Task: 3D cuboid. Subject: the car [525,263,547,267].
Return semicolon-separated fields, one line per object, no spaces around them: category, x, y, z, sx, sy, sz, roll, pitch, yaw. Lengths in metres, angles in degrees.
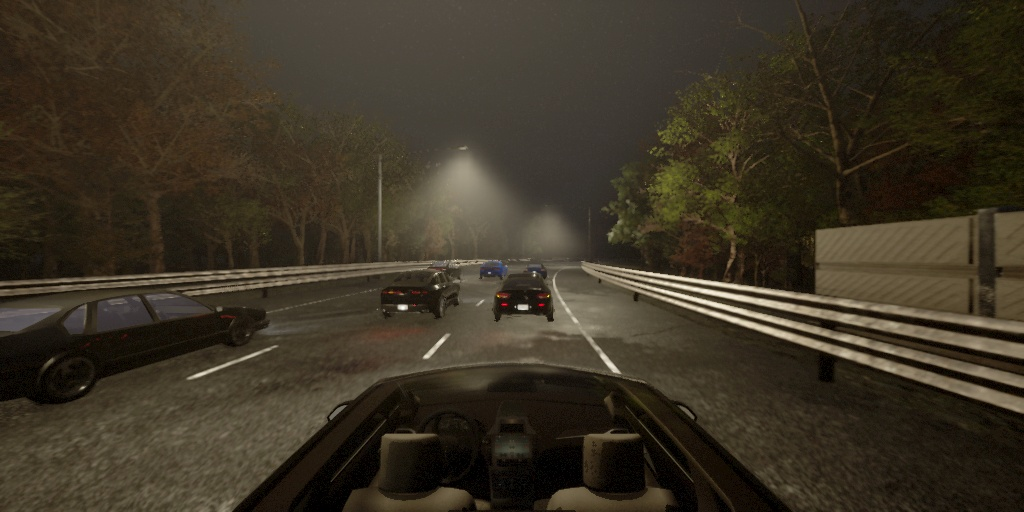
car;2.115;1.304;31.774;1.994;1.385;4.181;0;0;7

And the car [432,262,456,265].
car;-5.321;1.200;28.528;2.128;1.511;4.902;0;0;6

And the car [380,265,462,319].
car;-3.059;1.240;12.824;1.837;1.490;4.892;0;0;3

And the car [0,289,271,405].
car;-6.817;1.281;6.197;2.033;1.411;5.357;0;0;1

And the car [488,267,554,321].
car;0.405;1.271;12.335;1.812;1.442;4.674;0;0;2

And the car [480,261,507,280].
car;-1.507;1.201;31.104;1.882;1.535;5.008;0;0;7
